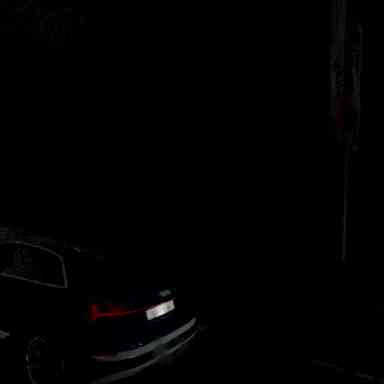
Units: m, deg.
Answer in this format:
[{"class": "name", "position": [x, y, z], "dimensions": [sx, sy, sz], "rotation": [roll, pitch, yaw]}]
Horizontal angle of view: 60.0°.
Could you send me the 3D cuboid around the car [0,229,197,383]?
[{"class": "car", "position": [-2.195, 1.390, 5.123], "dimensions": [4.856, 1.649, 2.033], "rotation": [1, 0, 35]}]
